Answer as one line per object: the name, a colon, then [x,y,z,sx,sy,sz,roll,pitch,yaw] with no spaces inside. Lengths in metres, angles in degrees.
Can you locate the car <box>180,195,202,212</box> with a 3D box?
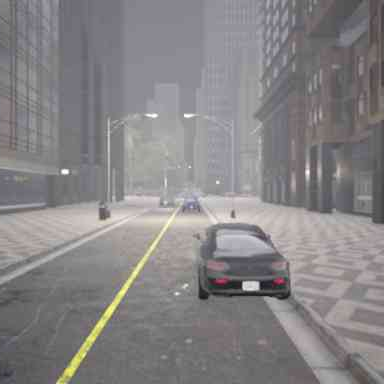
car: [-0.043,1.276,34.535,1.812,1.442,4.674,0,1,0]

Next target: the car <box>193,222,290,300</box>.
car: [1.025,1.466,8.134,1.812,1.442,4.674,0,0,0]

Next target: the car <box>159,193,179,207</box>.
car: [-3.234,1.181,43.289,2.128,1.511,4.902,0,0,0]

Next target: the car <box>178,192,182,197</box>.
car: [-3.294,0.868,90.120,2.128,1.511,4.902,0,0,0]
